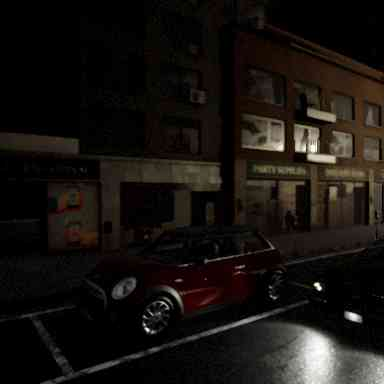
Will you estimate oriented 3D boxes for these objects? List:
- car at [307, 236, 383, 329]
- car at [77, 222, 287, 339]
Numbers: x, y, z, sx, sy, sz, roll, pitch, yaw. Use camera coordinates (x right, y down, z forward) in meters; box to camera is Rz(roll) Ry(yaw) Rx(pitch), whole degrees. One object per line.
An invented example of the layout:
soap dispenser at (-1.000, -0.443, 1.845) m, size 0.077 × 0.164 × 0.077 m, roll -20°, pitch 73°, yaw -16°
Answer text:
car at (4.648, 1.527, 6.670) m, size 5.357 × 1.411 × 2.033 m, roll 0°, pitch 0°, yaw -35°
car at (-0.066, 1.430, 6.485) m, size 4.097 × 1.590 × 1.967 m, roll 0°, pitch 0°, yaw -36°
